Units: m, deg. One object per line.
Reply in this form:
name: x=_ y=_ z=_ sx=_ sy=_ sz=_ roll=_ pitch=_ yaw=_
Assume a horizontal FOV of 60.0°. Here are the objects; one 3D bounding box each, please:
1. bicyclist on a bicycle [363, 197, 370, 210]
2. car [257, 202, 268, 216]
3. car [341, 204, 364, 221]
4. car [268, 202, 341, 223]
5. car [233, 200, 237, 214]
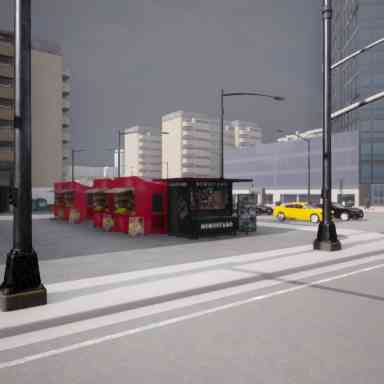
bicyclist on a bicycle: x=22.311 y=1.466 z=42.485 sx=1.656 sy=1.620 sz=0.582 roll=0 pitch=0 yaw=-36
car: x=6.774 y=1.778 z=35.843 sx=1.994 sy=1.385 sz=4.181 roll=0 pitch=-1 yaw=-36
car: x=12.056 y=1.587 z=28.562 sx=1.882 sy=1.535 sz=5.008 roll=0 pitch=-1 yaw=-36
car: x=8.952 y=1.589 z=26.846 sx=1.882 sy=1.535 sz=5.008 roll=0 pitch=-1 yaw=-38
car: x=3.130 y=1.455 z=34.914 sx=2.150 sy=2.045 sz=5.566 roll=0 pitch=-1 yaw=-36
